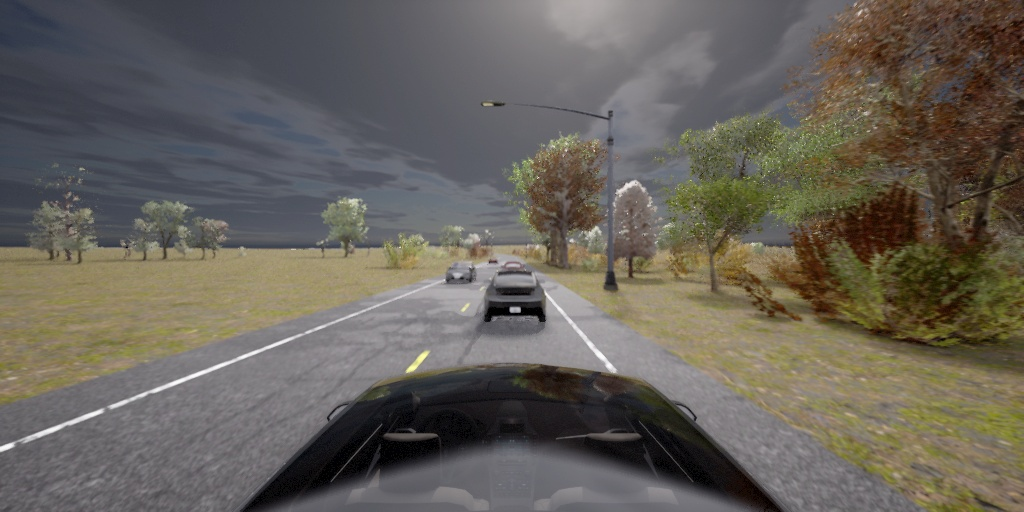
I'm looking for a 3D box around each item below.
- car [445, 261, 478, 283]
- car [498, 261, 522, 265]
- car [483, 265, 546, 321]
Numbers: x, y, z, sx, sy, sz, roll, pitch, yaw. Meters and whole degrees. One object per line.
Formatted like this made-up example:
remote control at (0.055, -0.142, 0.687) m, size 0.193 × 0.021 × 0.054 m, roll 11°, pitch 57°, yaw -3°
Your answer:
car at (-3.610, 1.128, 26.156) m, size 2.128 × 1.511 × 4.902 m, roll 0°, pitch 0°, yaw 0°
car at (0.083, 1.150, 28.565) m, size 1.812 × 1.442 × 4.674 m, roll 0°, pitch 0°, yaw 0°
car at (0.086, 1.210, 12.179) m, size 1.837 × 1.490 × 4.892 m, roll 0°, pitch 0°, yaw 0°
